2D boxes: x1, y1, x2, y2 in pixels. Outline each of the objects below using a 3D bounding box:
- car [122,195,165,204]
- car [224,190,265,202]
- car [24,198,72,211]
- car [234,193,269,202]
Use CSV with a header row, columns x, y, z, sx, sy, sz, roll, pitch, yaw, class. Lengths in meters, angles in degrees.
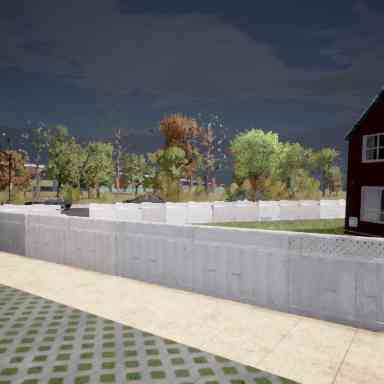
x,y,z,sx,sy,sz,roll,pitch,yaw,class
-5.480,1.091,37.803,4.892,1.490,1.837,0,2,-19,car
6.796,0.727,41.888,5.566,2.045,2.150,0,2,-18,car
-14.967,1.259,34.634,4.718,1.301,1.895,0,2,-18,car
7.334,1.217,35.029,5.008,1.535,1.882,-1,2,-18,car
